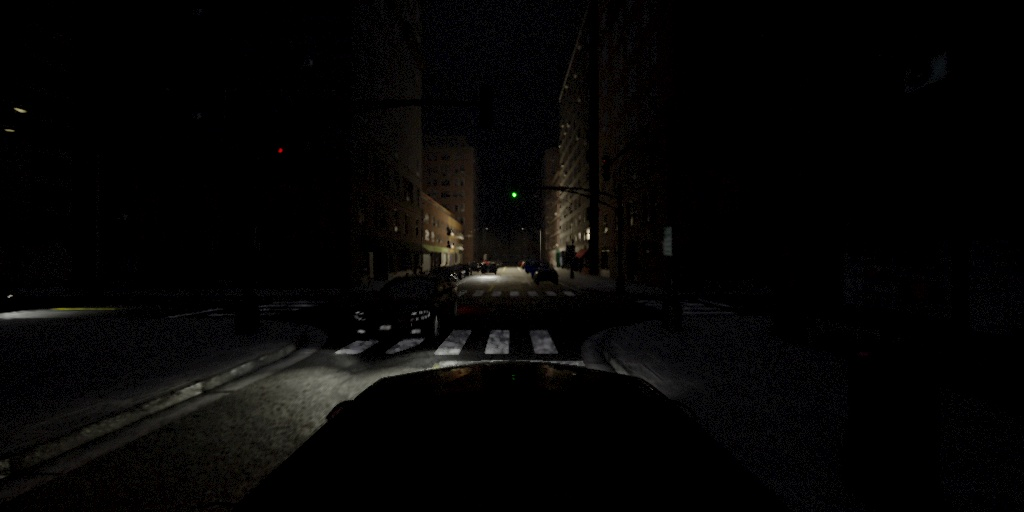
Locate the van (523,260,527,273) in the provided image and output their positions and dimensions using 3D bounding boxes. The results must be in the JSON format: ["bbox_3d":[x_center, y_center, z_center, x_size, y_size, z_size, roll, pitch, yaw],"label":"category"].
[{"bbox_3d":[2.629,1.393,45.339,1.690,1.789,3.998,0,0,0],"label":"van"}]

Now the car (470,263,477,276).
[{"bbox_3d":[-5.395,1.581,39.655,1.948,1.339,4.313,0,0,0],"label":"car"}]

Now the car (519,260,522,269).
[{"bbox_3d":[2.625,1.747,62.386,1.802,1.307,4.207,0,0,0],"label":"car"}]

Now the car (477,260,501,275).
[{"bbox_3d":[-2.758,1.541,43.958,2.128,1.511,4.902,0,0,0],"label":"car"}]

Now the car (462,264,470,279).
[{"bbox_3d":[-5.393,1.558,33.973,1.802,1.307,4.207,0,0,0],"label":"car"}]

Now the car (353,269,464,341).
[{"bbox_3d":[-2.752,1.302,10.291,1.882,1.535,5.008,0,0,0],"label":"car"}]

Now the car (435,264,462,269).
[{"bbox_3d":[-5.392,1.503,28.291,1.948,1.339,4.313,0,0,0],"label":"car"}]

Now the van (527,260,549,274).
[{"bbox_3d":[2.632,1.316,33.975,1.690,1.789,3.998,0,0,0],"label":"van"}]

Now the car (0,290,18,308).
[{"bbox_3d":[-21.844,1.458,13.111,5.357,1.411,2.033,0,0,0],"label":"car"}]

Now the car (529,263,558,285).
[{"bbox_3d":[2.633,1.487,28.293,2.007,1.370,4.403,0,0,0],"label":"car"}]
